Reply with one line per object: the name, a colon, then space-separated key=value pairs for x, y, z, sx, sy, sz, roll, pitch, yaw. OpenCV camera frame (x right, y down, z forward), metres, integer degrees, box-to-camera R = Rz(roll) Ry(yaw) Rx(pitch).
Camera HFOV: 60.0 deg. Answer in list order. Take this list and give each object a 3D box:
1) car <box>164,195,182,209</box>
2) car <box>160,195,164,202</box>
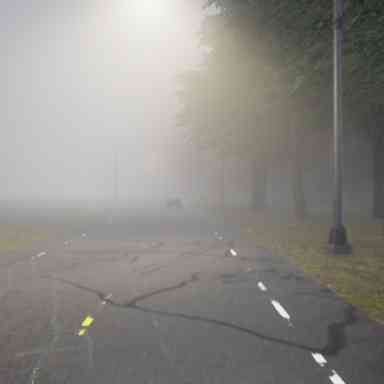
car: x=-2.391 y=1.411 z=43.623 sx=1.837 sy=1.490 sz=4.892 roll=0 pitch=1 yaw=-6
car: x=-4.966 y=1.184 z=62.985 sx=2.033 sy=1.411 sz=5.357 roll=0 pitch=1 yaw=-9
